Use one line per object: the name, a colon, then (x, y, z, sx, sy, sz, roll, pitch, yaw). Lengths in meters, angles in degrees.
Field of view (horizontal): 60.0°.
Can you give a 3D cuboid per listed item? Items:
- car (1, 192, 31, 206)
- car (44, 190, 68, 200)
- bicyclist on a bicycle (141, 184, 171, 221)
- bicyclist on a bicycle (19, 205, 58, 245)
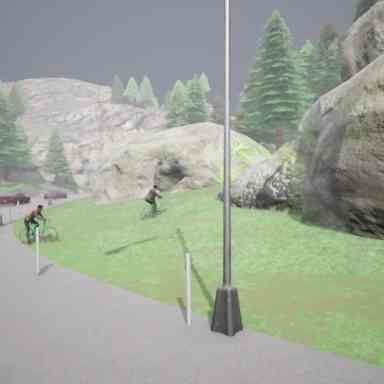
car: (-21.048, 0.768, 39.827, 1.882, 1.535, 5.008, 0, 2, -3)
car: (-20.925, 0.430, 51.243, 1.994, 1.385, 4.181, 0, 2, 9)
bicyclist on a bicycle: (-1.754, 0.480, 15.799, 1.656, 1.620, 0.582, -15, 11, -32)
bicyclist on a bicycle: (-6.467, 1.366, 13.947, 1.656, 1.620, 0.582, -3, 3, 2)
